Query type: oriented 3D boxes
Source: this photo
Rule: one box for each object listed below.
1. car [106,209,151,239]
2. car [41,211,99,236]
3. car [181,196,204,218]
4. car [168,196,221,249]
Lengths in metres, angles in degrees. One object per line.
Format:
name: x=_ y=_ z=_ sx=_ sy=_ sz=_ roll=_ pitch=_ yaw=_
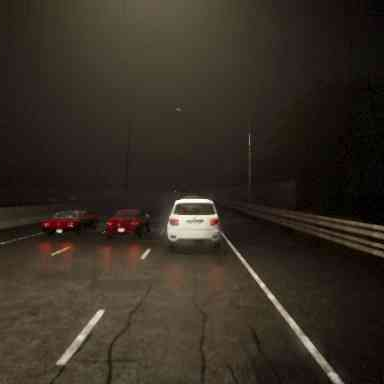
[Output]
car: x=-3.417 y=1.677 z=18.340 sx=1.812 sy=1.442 sz=4.674 roll=0 pitch=0 yaw=0
car: x=-6.920 y=1.761 z=19.553 sx=1.895 sy=1.301 sz=4.718 roll=0 pitch=0 yaw=0
car: x=0.015 y=1.472 z=34.137 sx=2.150 sy=2.045 sz=5.566 roll=0 pitch=0 yaw=0
car: x=0.090 y=1.351 z=15.331 sx=2.150 sy=2.045 sz=5.566 roll=0 pitch=-1 yaw=0
